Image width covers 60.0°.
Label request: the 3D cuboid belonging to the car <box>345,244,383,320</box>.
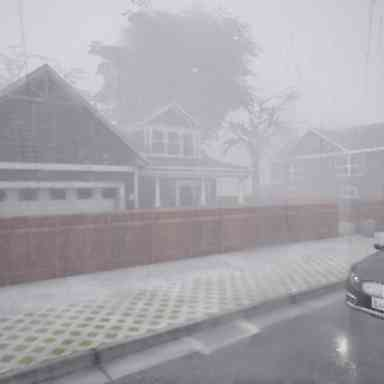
[{"bbox_3d":[4.945,1.436,6.437,4.902,1.511,2.128,-1,0,-34],"label":"car"}]
